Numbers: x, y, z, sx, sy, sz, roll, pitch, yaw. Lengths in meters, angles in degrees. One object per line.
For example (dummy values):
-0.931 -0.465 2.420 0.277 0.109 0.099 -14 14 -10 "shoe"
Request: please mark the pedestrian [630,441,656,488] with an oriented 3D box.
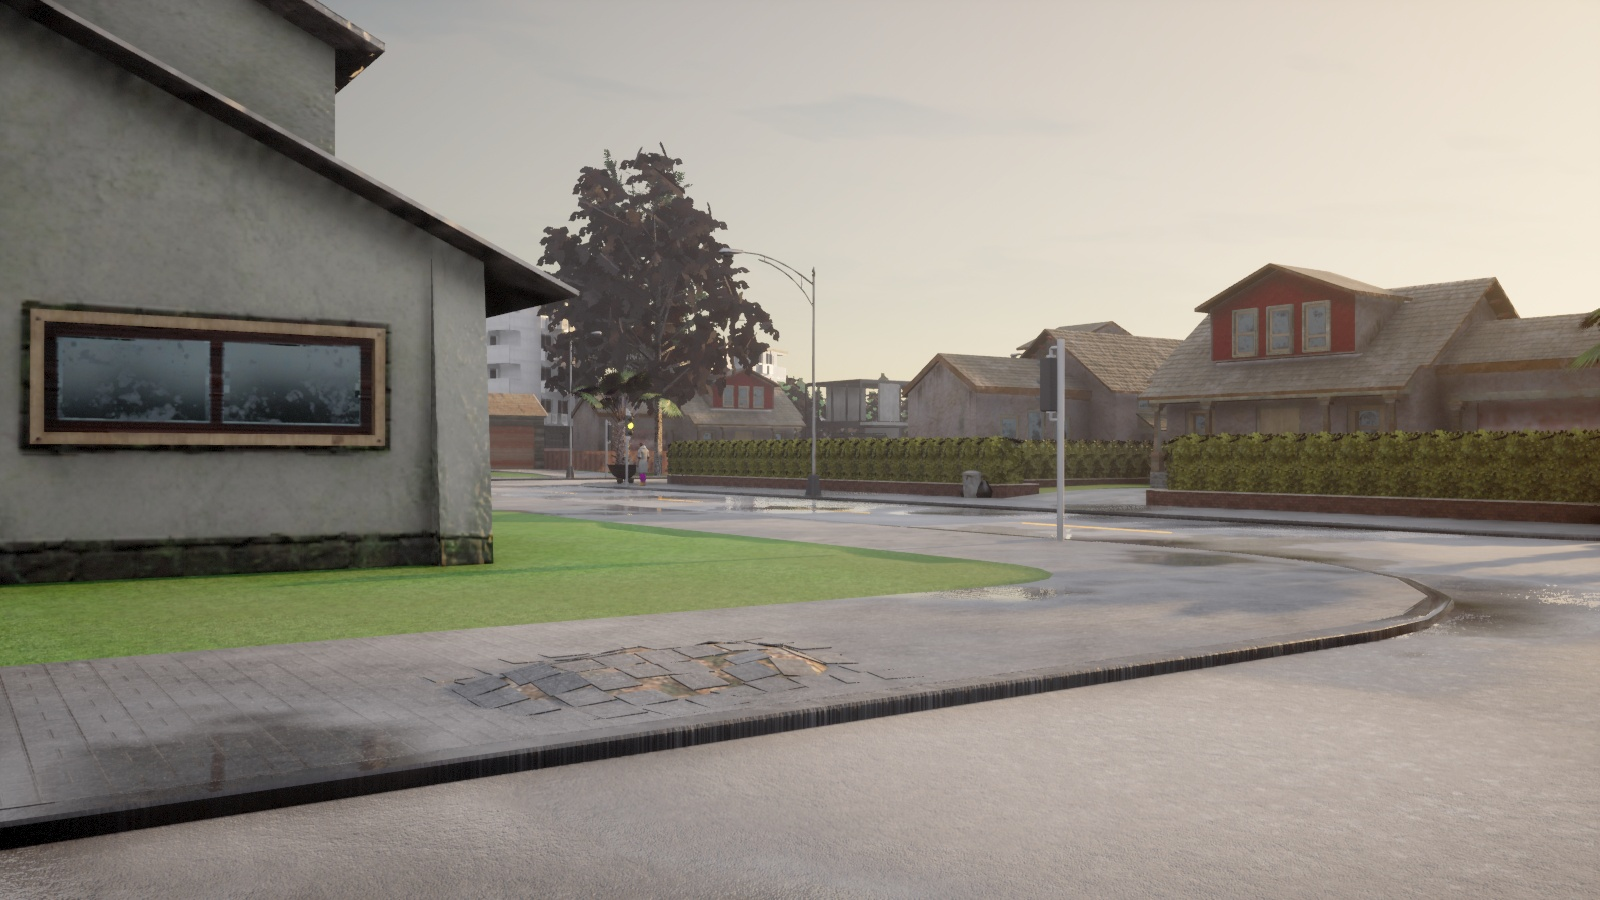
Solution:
-6.603 0.598 52.738 0.873 1.952 0.659 0 0 35 "pedestrian"
